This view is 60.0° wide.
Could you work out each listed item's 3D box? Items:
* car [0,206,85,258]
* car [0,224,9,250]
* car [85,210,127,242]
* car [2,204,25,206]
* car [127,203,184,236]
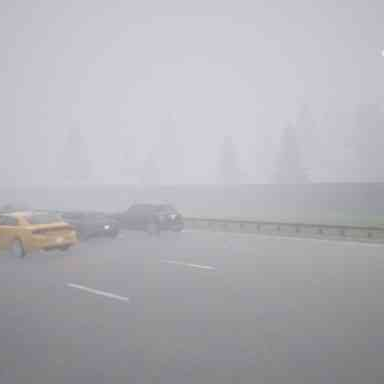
[{"bbox_3d":[-6.615,1.514,12.984,5.008,1.535,1.882,0,0,36],"label":"car"},{"bbox_3d":[-7.051,1.595,8.985,4.181,1.385,1.994,0,0,36],"label":"car"},{"bbox_3d":[-5.568,1.604,16.543,4.181,1.385,1.994,0,0,36],"label":"car"},{"bbox_3d":[-14.974,1.681,27.543,4.718,1.301,1.895,0,0,36],"label":"car"},{"bbox_3d":[-2.724,1.391,18.809,4.553,1.767,2.097,0,0,36],"label":"car"}]
